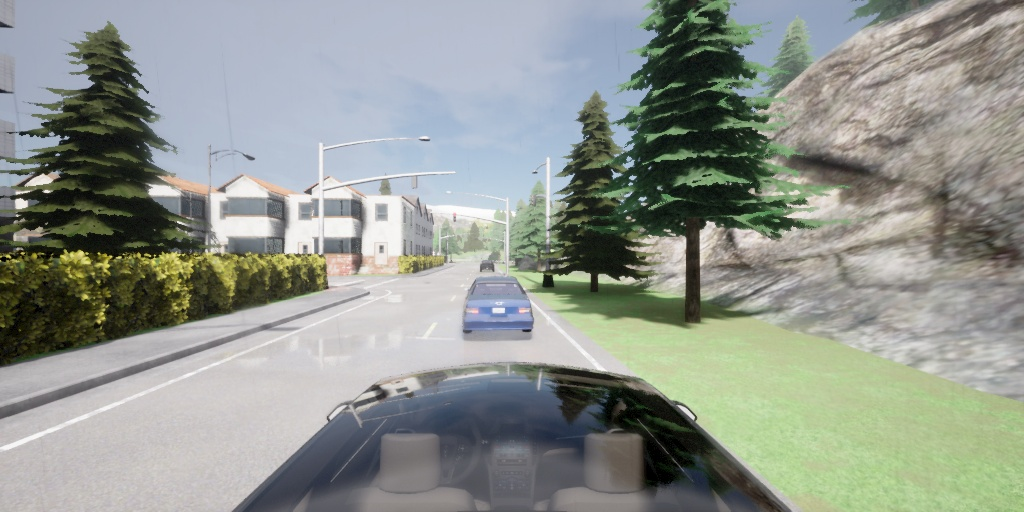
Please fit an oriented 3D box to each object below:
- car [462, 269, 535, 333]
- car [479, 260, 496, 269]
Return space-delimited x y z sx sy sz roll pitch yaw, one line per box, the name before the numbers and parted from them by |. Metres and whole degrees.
car | -0.481 1.297 10.737 2.033 1.411 5.357 0 0 -4
car | -3.196 1.255 46.154 1.837 1.490 4.892 0 0 -4
